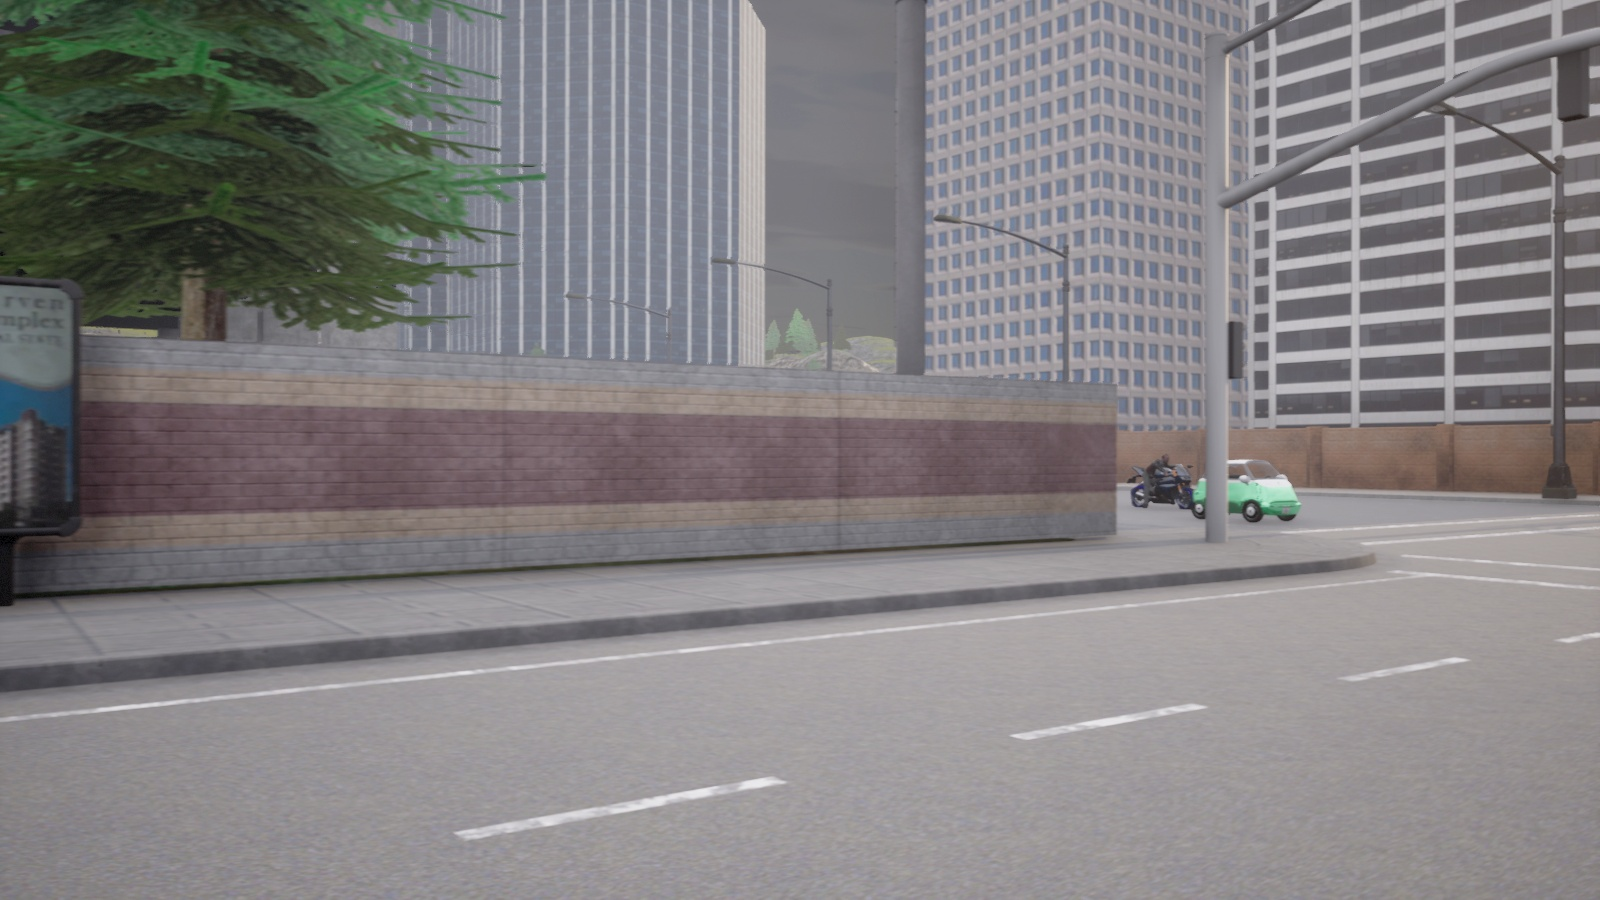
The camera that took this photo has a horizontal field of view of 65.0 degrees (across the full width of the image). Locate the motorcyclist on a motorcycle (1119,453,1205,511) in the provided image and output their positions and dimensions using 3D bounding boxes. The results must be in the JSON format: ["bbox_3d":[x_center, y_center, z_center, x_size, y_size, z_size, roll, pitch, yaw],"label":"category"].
[{"bbox_3d":[9.860,0.843,34.276,0.866,1.530,2.191,0,0,-35],"label":"motorcyclist on a motorcycle"}]

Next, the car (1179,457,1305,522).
[{"bbox_3d":[9.868,0.848,28.091,1.481,1.376,2.207,0,0,-35],"label":"car"}]
